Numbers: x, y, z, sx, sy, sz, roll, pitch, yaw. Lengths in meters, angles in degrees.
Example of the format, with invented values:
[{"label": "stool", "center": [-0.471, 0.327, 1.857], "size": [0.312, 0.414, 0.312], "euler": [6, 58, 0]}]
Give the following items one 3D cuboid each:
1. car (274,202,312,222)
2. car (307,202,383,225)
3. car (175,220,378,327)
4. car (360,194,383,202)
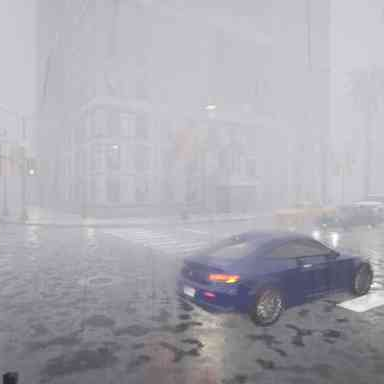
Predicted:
[{"label": "car", "center": [8.038, 1.478, 23.843], "size": [5.008, 1.535, 1.882], "euler": [0, 0, -34]}, {"label": "car", "center": [9.962, 1.547, 20.923], "size": [5.357, 1.411, 2.033], "euler": [0, 0, -34]}, {"label": "car", "center": [1.856, 1.537, 6.977], "size": [4.674, 1.442, 1.812], "euler": [0, 0, -34]}, {"label": "car", "center": [16.526, 1.221, 29.460], "size": [5.566, 2.045, 2.150], "euler": [0, 0, -33]}]
